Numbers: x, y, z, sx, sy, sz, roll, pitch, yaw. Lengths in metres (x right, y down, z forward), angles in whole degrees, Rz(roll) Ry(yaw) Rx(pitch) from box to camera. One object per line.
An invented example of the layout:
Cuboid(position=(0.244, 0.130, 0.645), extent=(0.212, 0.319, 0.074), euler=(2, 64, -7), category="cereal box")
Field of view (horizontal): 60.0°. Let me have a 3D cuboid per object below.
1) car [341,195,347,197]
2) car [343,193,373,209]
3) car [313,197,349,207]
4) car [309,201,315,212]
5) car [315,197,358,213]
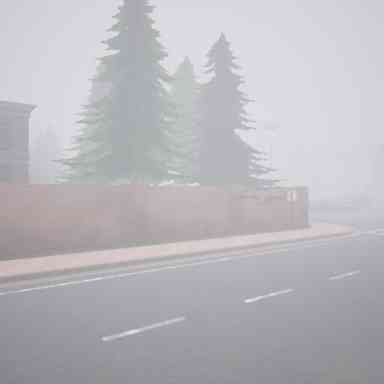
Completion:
Cuboid(position=(17.836, 1.515, 44.791), extent=(1.812, 1.442, 4.674), euler=(0, 0, -35), category="car")
Cuboid(position=(21.638, 1.210, 45.476), extent=(2.150, 2.045, 5.566), euler=(0, 0, -35), category="car")
Cuboid(position=(21.499, 1.490, 51.733), extent=(1.837, 1.490, 4.892), euler=(0, -1, -35), category="car")
Cuboid(position=(10.562, 1.497, 36.544), extent=(1.837, 1.490, 4.892), euler=(0, 0, -35), category="car")
Cuboid(position=(14.824, 1.539, 36.581), extent=(2.033, 1.411, 5.357), euler=(0, 0, -35), category="car")
